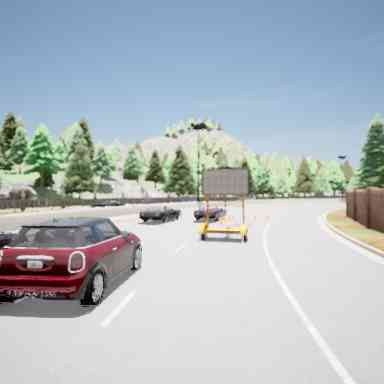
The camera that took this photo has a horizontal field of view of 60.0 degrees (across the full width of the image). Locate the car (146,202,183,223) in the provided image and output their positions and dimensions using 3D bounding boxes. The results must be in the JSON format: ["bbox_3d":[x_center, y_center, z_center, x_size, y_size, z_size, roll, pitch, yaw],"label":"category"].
[{"bbox_3d":[-2.457,1.757,27.116,1.895,1.301,4.718,0,0,17],"label":"car"}]

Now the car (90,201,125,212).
[{"bbox_3d":[-11.102,1.850,44.068,1.895,1.301,4.718,0,0,25],"label":"car"}]

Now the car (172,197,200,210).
[{"bbox_3d":[-0.818,1.635,48.815,2.097,1.767,4.553,0,0,30],"label":"car"}]

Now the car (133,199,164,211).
[{"bbox_3d":[-6.028,1.771,46.489,1.837,1.490,4.892,0,0,28],"label":"car"}]

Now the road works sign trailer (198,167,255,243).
[{"bbox_3d":[1.699,0.563,16.748,2.380,3.560,2.880,0,0,15],"label":"road works sign trailer"}]

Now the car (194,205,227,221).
[{"bbox_3d":[1.727,1.768,28.672,1.895,1.301,4.718,0,0,19],"label":"car"}]

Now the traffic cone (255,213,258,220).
[{"bbox_3d":[5.564,2.128,29.162,0.340,0.580,0.340,0,0,15],"label":"traffic cone"}]

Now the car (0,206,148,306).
[{"bbox_3d":[-2.751,1.400,8.388,2.097,1.767,4.553,0,0,6],"label":"car"}]
